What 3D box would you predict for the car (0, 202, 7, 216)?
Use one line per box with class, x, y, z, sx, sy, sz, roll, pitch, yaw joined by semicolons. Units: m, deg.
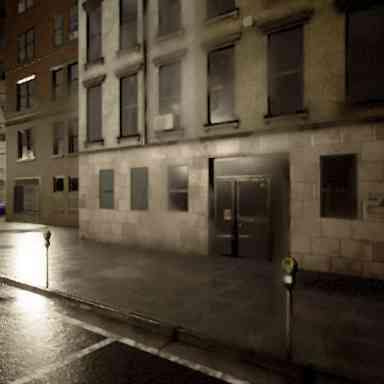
car;-18.019;1.586;30.307;1.994;1.385;4.181;0;0;36
